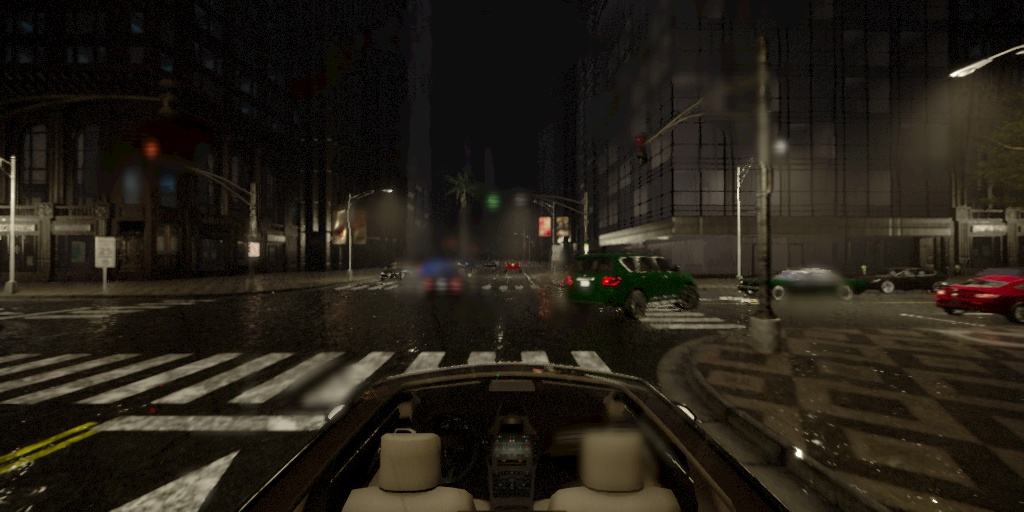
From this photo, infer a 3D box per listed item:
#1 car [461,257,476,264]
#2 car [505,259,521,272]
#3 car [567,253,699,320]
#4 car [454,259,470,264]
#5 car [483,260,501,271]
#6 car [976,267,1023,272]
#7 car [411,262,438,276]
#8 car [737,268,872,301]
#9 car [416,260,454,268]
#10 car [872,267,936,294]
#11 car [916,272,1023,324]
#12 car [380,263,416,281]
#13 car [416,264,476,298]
[{"bbox_3d":[-6.509,1.138,52.019,2.150,2.045,5.566,0,0,0],"label":"car"},{"bbox_3d":[0.091,1.254,48.756,2.097,1.767,4.553,0,0,0],"label":"car"},{"bbox_3d":[4.352,0.942,12.662,5.566,2.045,2.150,0,-2,-38],"label":"car"},{"bbox_3d":[-6.562,1.416,41.422,2.033,1.411,5.357,0,0,1],"label":"car"},{"bbox_3d":[-3.158,1.411,52.829,2.128,1.511,4.902,0,0,0],"label":"car"},{"bbox_3d":[23.399,1.235,16.665,5.357,1.411,2.033,0,0,-1],"label":"car"},{"bbox_3d":[-9.820,1.391,40.561,1.812,1.442,4.674,0,0,0],"label":"car"},{"bbox_3d":[13.150,1.323,16.500,4.718,1.301,1.895,0,0,-1],"label":"car"},{"bbox_3d":[-6.592,1.308,31.259,1.882,1.535,5.008,0,0,0],"label":"car"},{"bbox_3d":[20.824,1.284,19.373,4.313,1.339,1.948,0,0,-1],"label":"car"},{"bbox_3d":[15.316,1.247,10.760,4.207,1.307,1.802,0,0,-1],"label":"car"},{"bbox_3d":[-9.841,1.335,31.235,1.837,1.490,4.892,0,0,1],"label":"car"},{"bbox_3d":[-3.158,1.337,18.636,2.033,1.411,5.357,0,0,0],"label":"car"}]
